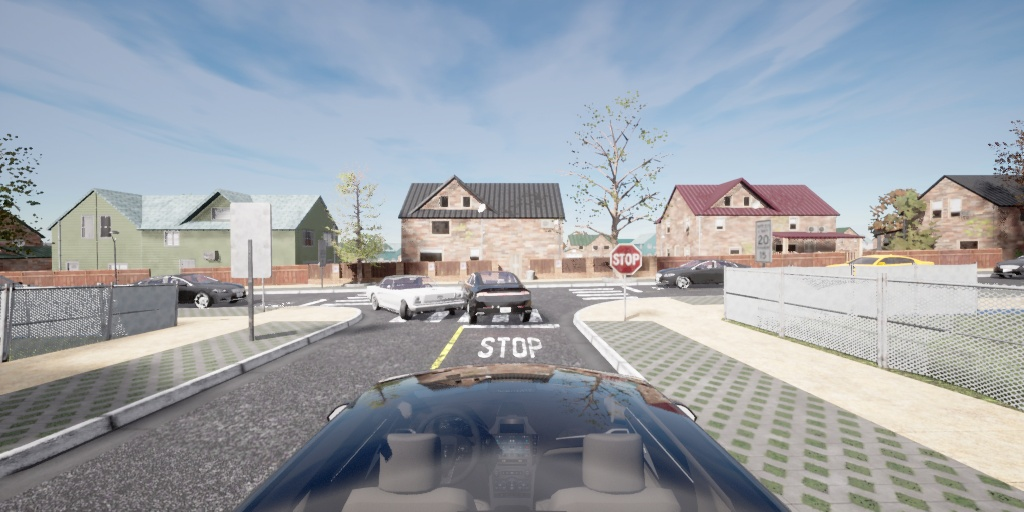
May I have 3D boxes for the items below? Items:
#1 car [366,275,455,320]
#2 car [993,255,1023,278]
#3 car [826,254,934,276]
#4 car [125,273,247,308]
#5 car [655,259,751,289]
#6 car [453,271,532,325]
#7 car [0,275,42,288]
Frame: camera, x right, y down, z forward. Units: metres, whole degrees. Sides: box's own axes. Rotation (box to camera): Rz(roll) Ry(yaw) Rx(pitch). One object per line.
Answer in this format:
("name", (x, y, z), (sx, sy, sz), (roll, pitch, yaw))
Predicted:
("car", (-3.600, 1.368, 12.880), (1.895, 1.301, 4.718), (0, 0, -38))
("car", (29.390, 0.478, 19.494), (4.902, 1.511, 2.128), (-1, 1, 0))
("car", (19.765, 0.690, 19.460), (5.008, 1.535, 1.882), (-1, 1, -1))
("car", (-14.899, 1.566, 16.378), (4.902, 1.511, 2.128), (-1, 1, 0))
("car", (10.335, 0.926, 19.426), (4.902, 1.511, 2.128), (-1, 1, 0))
("car", (-0.683, 1.242, 12.020), (2.128, 1.511, 4.902), (0, 0, -12))
("car", (-24.236, 1.648, 16.340), (4.553, 1.767, 2.097), (-1, 1, 0))
